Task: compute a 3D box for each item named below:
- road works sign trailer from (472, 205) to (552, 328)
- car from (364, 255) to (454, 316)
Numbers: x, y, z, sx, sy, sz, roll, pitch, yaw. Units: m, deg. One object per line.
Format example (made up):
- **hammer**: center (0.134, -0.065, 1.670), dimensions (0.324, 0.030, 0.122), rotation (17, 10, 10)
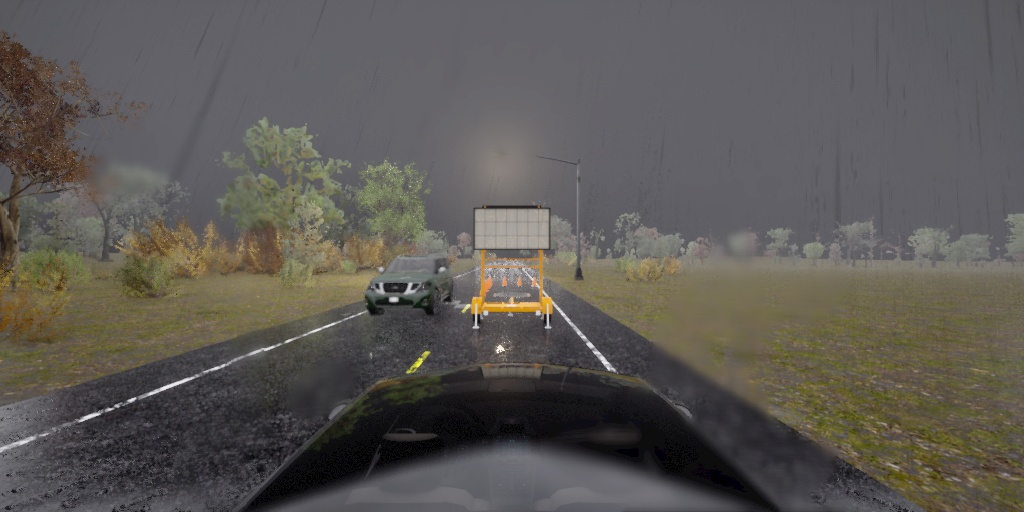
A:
- **road works sign trailer**: center (0.000, 0.215, 11.326), dimensions (2.380, 3.560, 2.880), rotation (0, 0, 0)
- **car**: center (-3.601, 0.973, 13.696), dimensions (2.150, 2.045, 5.566), rotation (0, 0, 0)
